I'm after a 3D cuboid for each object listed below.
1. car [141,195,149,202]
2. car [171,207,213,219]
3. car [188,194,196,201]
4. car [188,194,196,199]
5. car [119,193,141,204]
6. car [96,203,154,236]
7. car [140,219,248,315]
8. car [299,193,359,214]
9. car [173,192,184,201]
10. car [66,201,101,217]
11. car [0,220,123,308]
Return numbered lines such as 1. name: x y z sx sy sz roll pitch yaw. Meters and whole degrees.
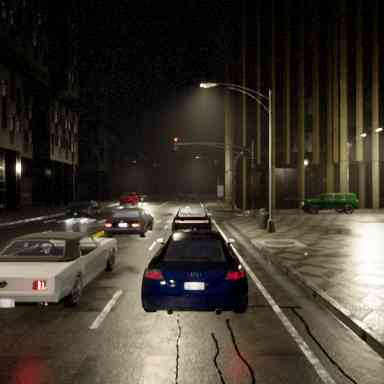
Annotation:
1. car: -9.764 1.314 67.377 2.128 1.511 4.902 0 0 0
2. car: -0.001 1.474 16.521 2.128 1.511 4.902 0 0 0
3. car: -0.003 1.323 74.998 2.033 1.411 5.357 0 0 0
4. car: -0.003 1.178 85.450 1.895 1.301 4.718 0 0 0
5. car: -9.843 1.106 52.136 2.150 2.045 5.566 0 0 0
6. car: -3.153 1.528 17.459 2.033 1.411 5.357 0 0 0
7. car: 0.086 1.559 7.647 1.994 1.385 4.181 0 0 1
8. car: 13.566 1.105 32.990 5.566 2.045 2.150 0 0 2
9. car: -3.253 1.283 74.998 1.837 1.490 4.892 0 0 0
10. car: -9.851 1.501 30.771 2.033 1.411 5.357 0 0 0
11. car: -3.148 1.595 7.868 1.895 1.301 4.718 0 0 0
